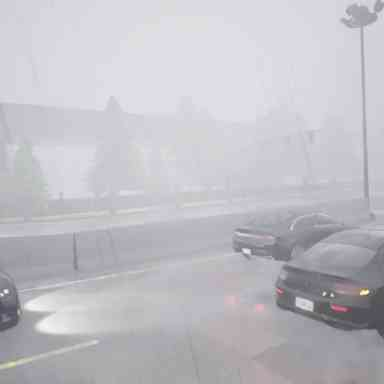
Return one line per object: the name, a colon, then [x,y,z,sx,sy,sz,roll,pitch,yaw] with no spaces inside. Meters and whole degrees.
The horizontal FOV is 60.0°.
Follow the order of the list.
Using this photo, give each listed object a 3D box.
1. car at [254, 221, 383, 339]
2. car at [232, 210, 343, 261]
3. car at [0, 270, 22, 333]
car: [3.535,1.436,6.302,4.674,1.442,1.812,-2,1,-36]
car: [3.463,1.325,10.564,4.902,1.511,2.128,-3,2,-36]
car: [-4.744,1.560,4.668,4.181,1.385,1.994,0,0,-36]
